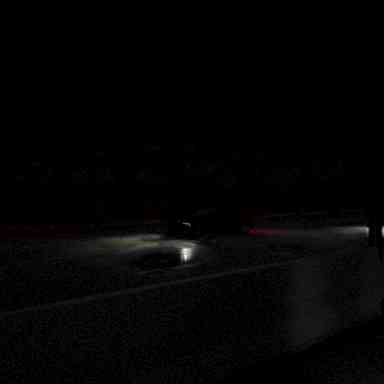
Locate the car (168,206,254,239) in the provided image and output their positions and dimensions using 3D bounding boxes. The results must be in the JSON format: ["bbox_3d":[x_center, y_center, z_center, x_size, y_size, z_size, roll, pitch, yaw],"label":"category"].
[{"bbox_3d":[1.078,1.515,17.651,5.008,1.535,1.882,0,0,-35],"label":"car"}]
